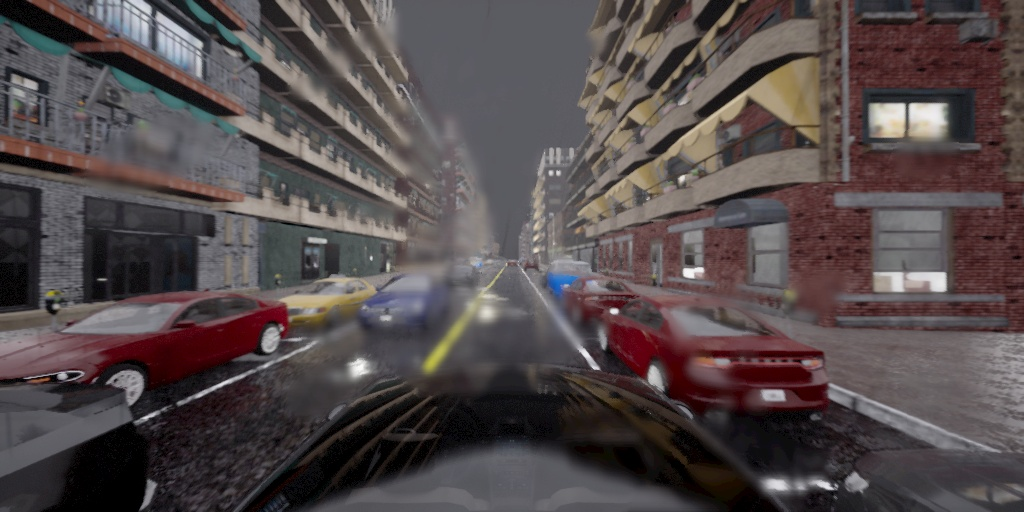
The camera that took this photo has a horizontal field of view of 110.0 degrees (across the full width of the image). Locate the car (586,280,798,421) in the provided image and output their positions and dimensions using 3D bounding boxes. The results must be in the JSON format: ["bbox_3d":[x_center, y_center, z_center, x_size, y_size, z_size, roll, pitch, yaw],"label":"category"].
[{"bbox_3d":[2.694,1.303,5.924,1.888,1.381,4.507,0,0,0],"label":"car"}]

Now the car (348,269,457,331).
[{"bbox_3d":[-3.077,1.289,11.178,1.812,1.442,4.674,0,0,0],"label":"car"}]

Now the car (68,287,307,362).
[{"bbox_3d":[-5.686,1.298,5.929,1.888,1.381,4.507,0,0,0],"label":"car"}]

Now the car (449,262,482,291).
[{"bbox_3d":[-3.008,1.292,22.226,1.837,1.490,4.892,0,-1,0],"label":"car"}]

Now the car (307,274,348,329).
[{"bbox_3d":[-5.683,1.288,11.421,1.751,1.417,4.829,0,0,0],"label":"car"}]

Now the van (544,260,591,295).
[{"bbox_3d":[2.701,1.119,17.249,1.690,1.789,3.998,0,0,0],"label":"van"}]

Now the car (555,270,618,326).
[{"bbox_3d":[2.698,1.313,11.586,1.888,1.381,4.507,0,0,0],"label":"car"}]

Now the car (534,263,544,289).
[{"bbox_3d":[2.705,1.340,22.911,2.007,1.370,4.403,0,0,0],"label":"car"}]

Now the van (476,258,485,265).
[{"bbox_3d":[-5.653,1.204,56.887,1.690,1.789,3.998,0,0,0],"label":"van"}]

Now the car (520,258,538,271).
[{"bbox_3d":[2.724,1.168,51.220,2.192,1.841,5.009,0,0,0],"label":"car"}]

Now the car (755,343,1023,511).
[{"bbox_3d":[2.690,1.300,0.262,2.007,1.370,4.403,0,0,0],"label":"car"}]

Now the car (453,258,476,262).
[{"bbox_3d":[-5.664,1.136,39.902,2.192,1.841,5.009,0,0,0],"label":"car"}]
